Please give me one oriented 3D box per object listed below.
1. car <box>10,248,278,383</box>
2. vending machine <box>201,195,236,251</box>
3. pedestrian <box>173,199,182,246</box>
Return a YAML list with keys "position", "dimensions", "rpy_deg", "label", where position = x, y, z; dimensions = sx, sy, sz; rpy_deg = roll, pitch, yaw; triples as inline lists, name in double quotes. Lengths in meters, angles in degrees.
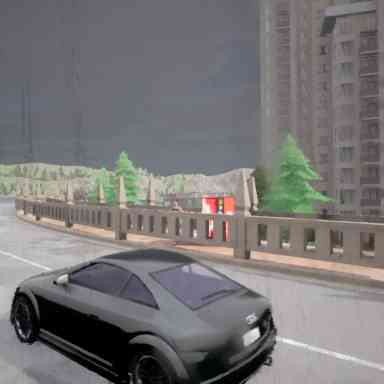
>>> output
- position: [-0.910, 1.563, 4.911]
  dimensions: [4.181, 1.385, 1.994]
  rpy_deg: [0, 0, 38]
  label: "car"
- position: [1.055, 1.186, 13.218]
  dimensions: [0.880, 2.100, 1.100]
  rpy_deg: [-1, 0, 41]
  label: "vending machine"
- position: [-0.598, 1.132, 12.837]
  dimensions: [0.375, 1.860, 0.375]
  rpy_deg: [-1, -1, 42]
  label: "pedestrian"
